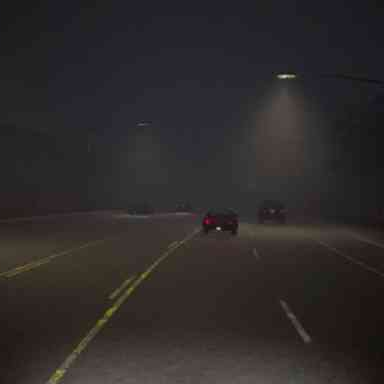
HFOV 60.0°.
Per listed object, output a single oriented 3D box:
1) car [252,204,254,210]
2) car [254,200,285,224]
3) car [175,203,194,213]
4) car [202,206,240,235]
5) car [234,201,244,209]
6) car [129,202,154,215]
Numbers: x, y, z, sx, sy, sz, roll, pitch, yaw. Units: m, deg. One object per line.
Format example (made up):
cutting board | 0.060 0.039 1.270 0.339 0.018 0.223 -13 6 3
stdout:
car | 12.176 2.656 61.509 1.812 1.442 4.674 1 -1 9
car | 7.166 1.784 30.474 2.150 2.045 5.566 1 -1 9
car | -1.000 2.183 46.710 1.994 1.385 4.181 1 -1 10
car | 1.867 1.747 20.588 1.895 1.301 4.718 1 -1 10
car | 9.464 2.487 67.252 1.882 1.535 5.008 1 -1 9
car | -5.835 1.921 38.888 1.812 1.442 4.674 1 -1 10
